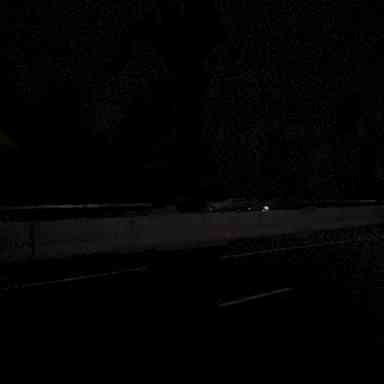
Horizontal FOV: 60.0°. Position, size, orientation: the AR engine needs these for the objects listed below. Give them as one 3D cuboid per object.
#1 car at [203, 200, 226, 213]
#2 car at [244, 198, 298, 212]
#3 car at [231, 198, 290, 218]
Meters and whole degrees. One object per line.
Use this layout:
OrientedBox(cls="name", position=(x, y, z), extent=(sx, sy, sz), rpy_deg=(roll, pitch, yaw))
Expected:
OrientedBox(cls="car", position=(3.709, 1.280, 31.124), extent=(4.674, 1.442, 1.812), rpy_deg=(0, 1, -30))
OrientedBox(cls="car", position=(6.285, 1.177, 24.517), extent=(4.553, 1.767, 2.097), rpy_deg=(0, 1, -30))
OrientedBox(cls="car", position=(5.836, 1.297, 28.310), extent=(4.892, 1.490, 1.837), rpy_deg=(0, 0, -30))
